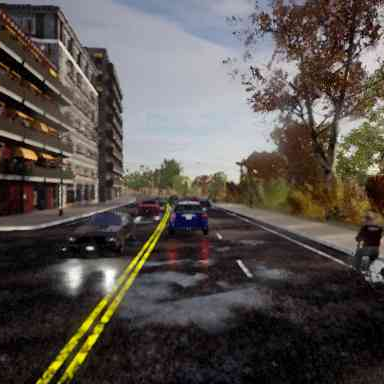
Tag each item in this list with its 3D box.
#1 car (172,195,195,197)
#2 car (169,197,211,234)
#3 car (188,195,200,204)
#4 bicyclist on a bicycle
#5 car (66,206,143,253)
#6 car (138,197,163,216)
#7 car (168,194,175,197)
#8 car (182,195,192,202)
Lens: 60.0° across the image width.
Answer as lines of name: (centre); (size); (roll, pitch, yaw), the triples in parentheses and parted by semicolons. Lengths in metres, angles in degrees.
car: (-1.077, 1.488, 38.701); (2.128, 1.511, 4.902); (0, 0, -3)
car: (-0.230, 1.353, 19.298); (2.097, 1.767, 4.553); (0, 0, -2)
car: (0.315, 1.458, 62.741); (1.882, 1.535, 5.008); (0, 0, -5)
bicyclist on a bicycle: (4.067, 1.370, 7.831); (0.659, 1.776, 1.843); (0, 0, -1)
car: (-3.532, 1.551, 14.045); (2.033, 1.411, 5.357); (0, 0, -1)
car: (-4.214, 1.479, 32.936); (1.882, 1.535, 5.008); (0, 0, -3)
car: (-4.152, 1.331, 74.493); (2.097, 1.767, 4.553); (0, 0, -6)
car: (-1.266, 1.521, 77.887); (1.994, 1.385, 4.181); (0, 0, -7)
